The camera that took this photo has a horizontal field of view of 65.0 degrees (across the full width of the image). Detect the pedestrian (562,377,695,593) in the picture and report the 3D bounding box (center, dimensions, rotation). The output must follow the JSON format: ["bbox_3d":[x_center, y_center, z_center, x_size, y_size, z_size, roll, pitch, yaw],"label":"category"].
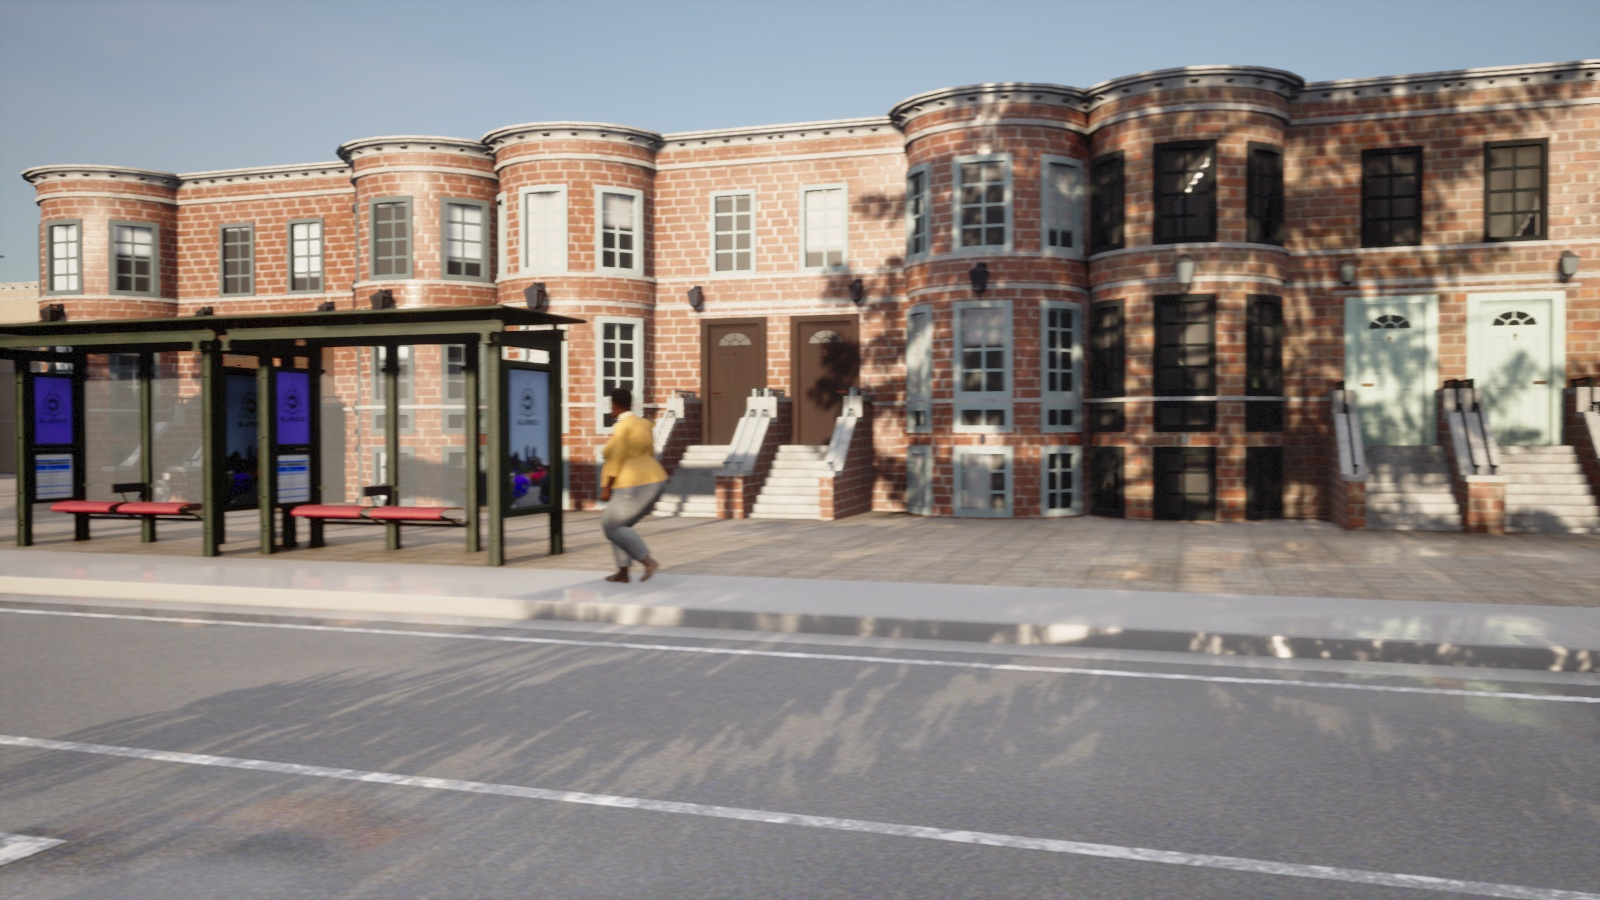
[{"bbox_3d":[-1.538,0.292,11.369,0.900,1.855,0.874,1,1,18],"label":"pedestrian"}]
